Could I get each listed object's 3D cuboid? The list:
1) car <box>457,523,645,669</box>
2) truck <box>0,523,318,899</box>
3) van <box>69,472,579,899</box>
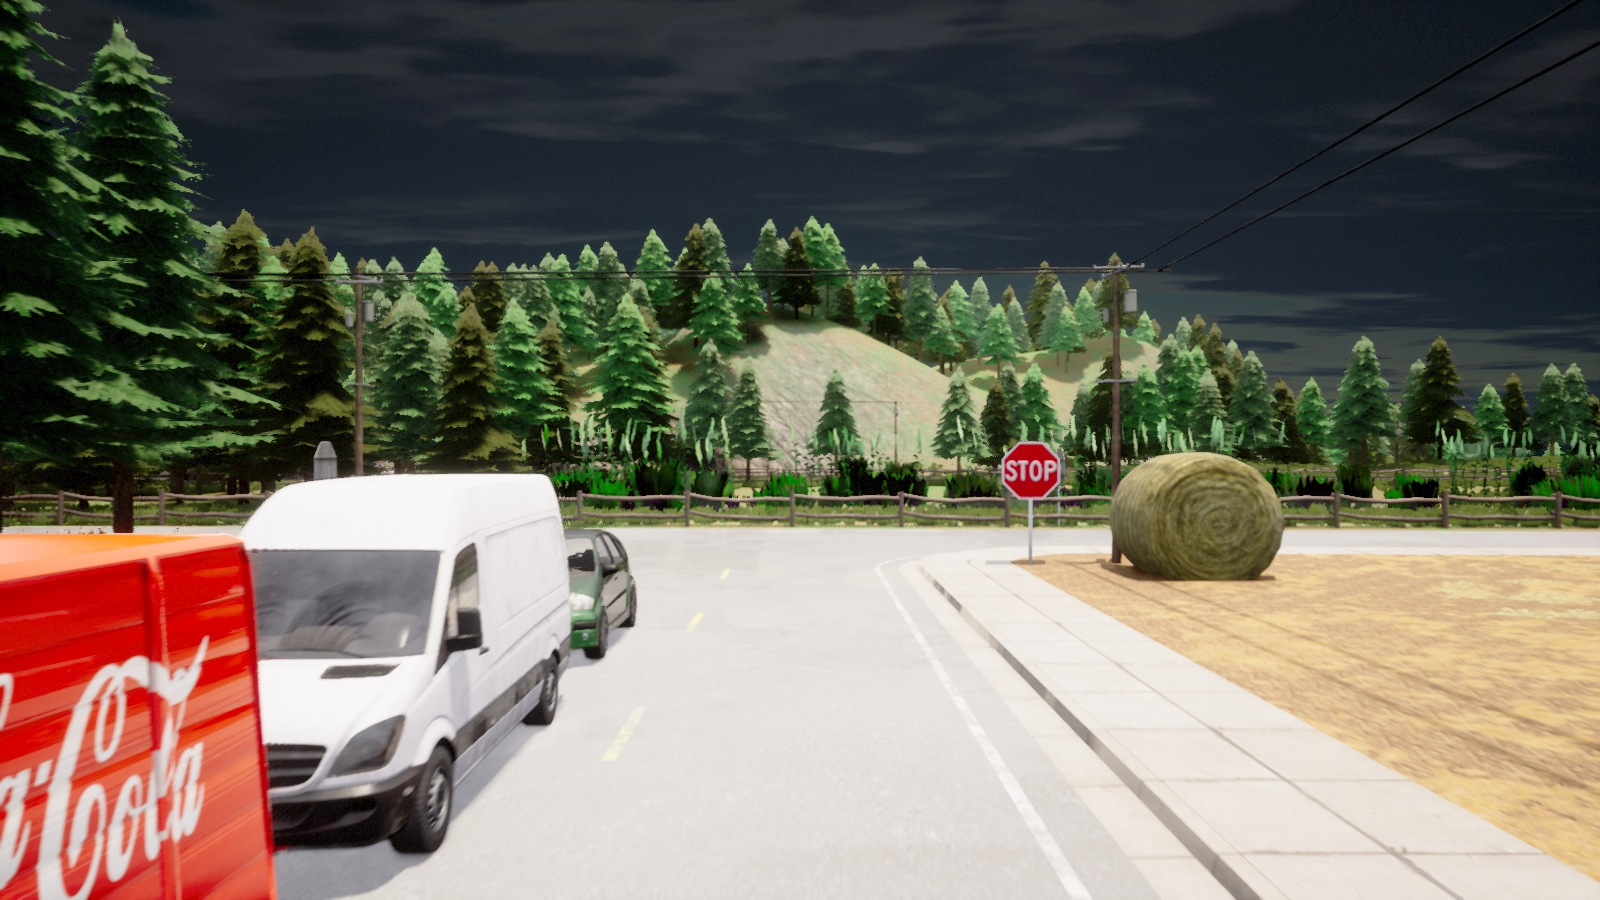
[{"bbox_3d":[-3.464,1.998,16.638,1.851,1.617,3.988,0,0,0],"label":"car"},{"bbox_3d":[-3.513,1.568,2.619,2.627,2.467,5.204,0,0,0],"label":"truck"},{"bbox_3d":[-3.493,1.534,9.969,1.988,2.561,5.915,0,0,0],"label":"van"}]
